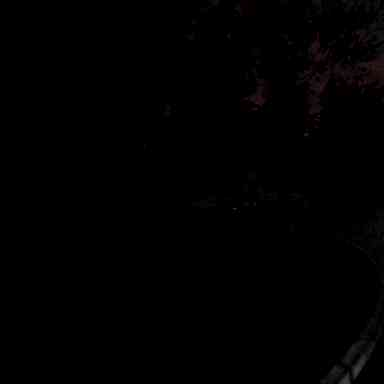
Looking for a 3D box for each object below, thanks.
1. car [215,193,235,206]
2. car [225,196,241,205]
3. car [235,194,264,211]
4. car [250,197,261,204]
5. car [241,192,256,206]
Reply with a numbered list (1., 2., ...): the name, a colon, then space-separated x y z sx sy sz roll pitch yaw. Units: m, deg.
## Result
1. car: 4.690 1.054 48.477 2.150 2.045 5.566 -1 -1 11
2. car: 7.646 1.600 61.205 2.128 1.511 4.902 -1 -1 16
3. car: 6.196 1.267 36.542 2.033 1.411 5.357 -1 0 4
4. car: 13.328 1.811 69.448 1.812 1.442 4.674 -1 -1 16
5. car: 9.060 1.130 53.105 2.150 2.045 5.566 -1 -1 12
